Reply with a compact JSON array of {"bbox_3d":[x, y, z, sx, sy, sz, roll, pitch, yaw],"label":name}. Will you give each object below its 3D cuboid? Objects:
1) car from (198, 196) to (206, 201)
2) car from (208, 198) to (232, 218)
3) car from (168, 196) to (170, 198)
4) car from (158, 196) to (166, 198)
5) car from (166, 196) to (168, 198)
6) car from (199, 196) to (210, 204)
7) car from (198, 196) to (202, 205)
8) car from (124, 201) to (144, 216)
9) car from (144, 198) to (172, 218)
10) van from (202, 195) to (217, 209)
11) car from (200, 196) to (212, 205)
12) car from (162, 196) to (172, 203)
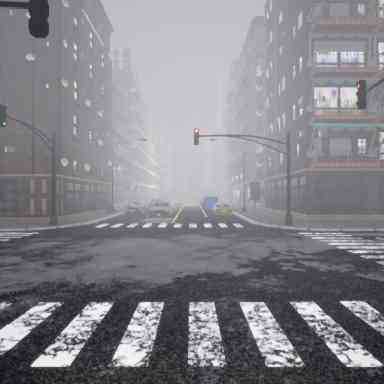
[{"bbox_3d":[2.462,1.627,83.624,1.887,1.381,4.507,1,0,0],"label":"car"},{"bbox_3d":[2.663,1.537,30.201,1.752,1.417,4.829,1,0,0],"label":"car"},{"bbox_3d":[-5.388,1.627,60.934,1.802,1.307,4.206,1,0,0],"label":"car"},{"bbox_3d":[-5.373,1.613,49.618,1.802,1.307,4.206,1,0,0],"label":"car"},{"bbox_3d":[-5.380,1.563,55.106,1.752,1.417,4.829,1,0,0],"label":"car"},{"bbox_3d":[2.485,1.604,66.656,2.008,1.369,4.403,1,0,0],"label":"car"},{"bbox_3d":[2.510,1.347,49.688,2.192,1.841,5.009,1,0,0],"label":"car"},{"bbox_3d":[-5.479,1.565,32.645,2.008,1.369,4.403,1,0,0],"label":"car"},{"bbox_3d":[-2.792,1.561,30.655,2.033,1.411,5.357,0,0,0],"label":"car"},{"bbox_3d":[2.550,1.366,44.034,1.690,1.788,3.998,1,0,0],"label":"van"},{"bbox_3d":[2.493,1.485,61.000,1.967,1.590,4.097,1,0,0],"label":"car"},{"bbox_3d":[-5.403,1.612,72.250,2.008,1.369,4.403,1,0,0],"label":"car"}]
